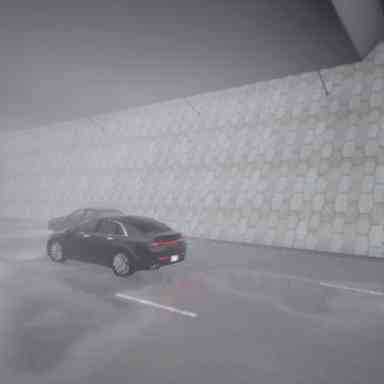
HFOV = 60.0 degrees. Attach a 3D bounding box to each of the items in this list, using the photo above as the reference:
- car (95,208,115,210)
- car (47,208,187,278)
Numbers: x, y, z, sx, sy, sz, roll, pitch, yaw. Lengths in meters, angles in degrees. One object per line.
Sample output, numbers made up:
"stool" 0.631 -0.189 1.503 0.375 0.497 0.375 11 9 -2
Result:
"car" -4.685 1.456 15.956 5.357 1.411 2.033 1 0 36
"car" -2.409 1.450 10.023 4.892 1.490 1.837 0 0 36
